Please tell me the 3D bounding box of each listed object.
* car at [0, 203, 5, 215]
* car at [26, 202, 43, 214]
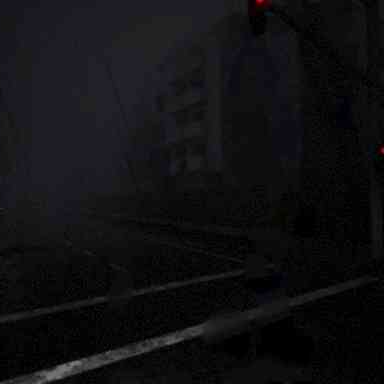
[{"bbox_3d":[-23.173,1.950,39.197,2.033,1.411,5.357,-1,0,-33],"label":"car"},{"bbox_3d":[-19.190,1.869,40.666,2.033,1.411,5.357,-1,0,-24],"label":"car"}]
